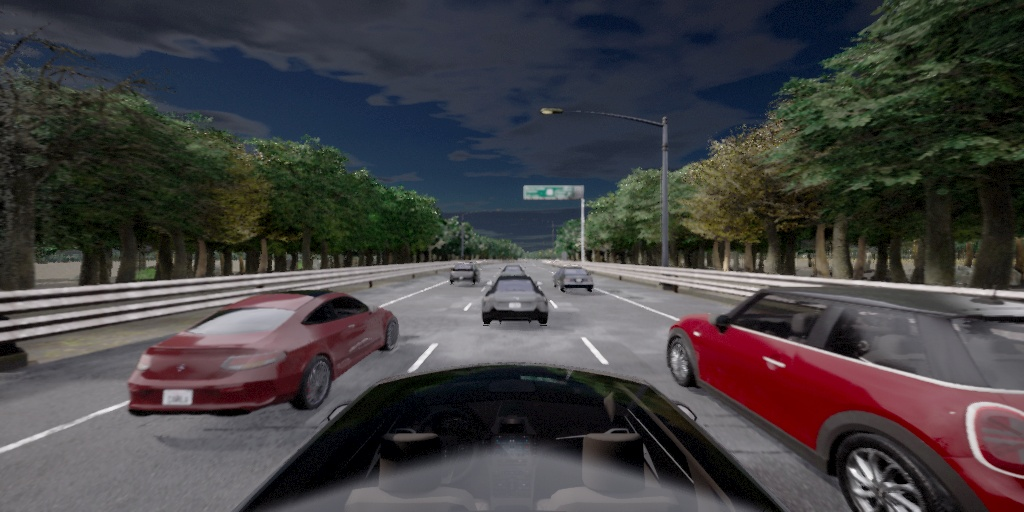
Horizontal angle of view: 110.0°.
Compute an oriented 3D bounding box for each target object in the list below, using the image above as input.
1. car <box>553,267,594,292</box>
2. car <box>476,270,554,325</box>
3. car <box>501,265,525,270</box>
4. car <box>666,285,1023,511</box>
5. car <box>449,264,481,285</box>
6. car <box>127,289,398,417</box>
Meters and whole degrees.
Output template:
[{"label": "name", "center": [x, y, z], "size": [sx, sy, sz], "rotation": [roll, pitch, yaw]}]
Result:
[{"label": "car", "center": [3.575, 1.344, 21.662], "size": [2.033, 1.411, 5.357], "rotation": [0, 0, 0]}, {"label": "car", "center": [0.088, 1.335, 11.896], "size": [1.994, 1.385, 4.181], "rotation": [0, 0, 0]}, {"label": "car", "center": [0.081, 1.376, 27.192], "size": [1.994, 1.385, 4.181], "rotation": [0, 0, 0]}, {"label": "car", "center": [3.569, 1.106, 4.063], "size": [2.097, 1.767, 4.553], "rotation": [0, 0, 0]}, {"label": "car", "center": [-3.419, 1.301, 26.642], "size": [2.128, 1.511, 4.902], "rotation": [0, 0, 0]}, {"label": "car", "center": [-3.421, 1.284, 5.986], "size": [1.812, 1.442, 4.674], "rotation": [0, 0, 0]}]
